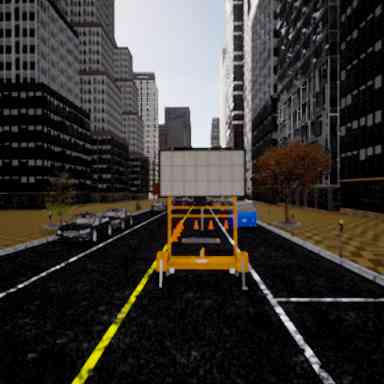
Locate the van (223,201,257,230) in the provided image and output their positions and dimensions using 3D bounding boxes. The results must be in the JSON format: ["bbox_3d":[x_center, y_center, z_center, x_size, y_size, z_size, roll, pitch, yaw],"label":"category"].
[{"bbox_3d":[3.230,1.522,22.142,1.690,1.788,3.998,-1,-1,1],"label":"van"}]

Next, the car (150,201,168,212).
[{"bbox_3d":[-4.617,1.968,44.827,2.008,1.369,4.403,-1,-1,1],"label":"car"}]

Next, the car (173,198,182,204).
[{"bbox_3d":[-3.697,2.337,84.190,1.887,1.381,4.507,-1,-1,1],"label":"car"}]

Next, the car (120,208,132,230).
[{"bbox_3d":[-5.143,1.765,22.335,2.008,1.369,4.403,-1,-1,1],"label":"car"}]

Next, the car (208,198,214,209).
[{"bbox_3d":[4.027,2.016,56.050,1.752,1.417,4.829,-1,-1,1],"label":"car"}]

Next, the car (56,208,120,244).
[{"bbox_3d":[-5.274,1.715,16.712,2.008,1.369,4.403,-1,-1,1],"label":"car"}]

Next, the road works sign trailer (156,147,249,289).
[{"bbox_3d":[0.291,0.544,9.383,2.380,3.560,2.880,0,0,2],"label":"road works sign trailer"}]

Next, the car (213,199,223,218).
[{"bbox_3d":[3.495,1.722,33.387,1.967,1.590,4.097,-1,-1,1],"label":"car"}]

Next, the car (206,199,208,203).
[{"bbox_3d":[4.287,2.161,67.124,1.947,1.339,4.313,-1,-1,1],"label":"car"}]

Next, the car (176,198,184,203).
[{"bbox_3d":[-3.434,2.485,95.435,1.802,1.307,4.206,-1,-1,1],"label":"car"}]

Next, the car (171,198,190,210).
[{"bbox_3d":[-1.814,1.935,50.319,1.882,1.535,5.008,0,-1,2],"label":"car"}]

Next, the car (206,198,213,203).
[{"bbox_3d":[4.947,2.398,95.410,1.752,1.417,4.829,-1,-1,1],"label":"car"}]

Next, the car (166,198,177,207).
[{"bbox_3d":[-4.094,2.068,67.321,1.967,1.590,4.097,-1,-1,1],"label":"car"}]
